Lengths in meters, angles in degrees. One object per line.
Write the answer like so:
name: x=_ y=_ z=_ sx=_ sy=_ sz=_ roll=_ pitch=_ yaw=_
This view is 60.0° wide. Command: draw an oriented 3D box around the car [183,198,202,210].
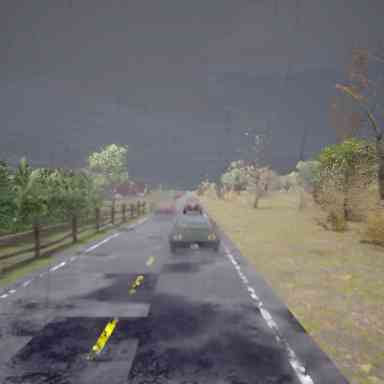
car: x=0.087 y=1.515 z=38.506 sx=2.097 sy=1.767 sz=4.553 roll=0 pitch=0 yaw=0

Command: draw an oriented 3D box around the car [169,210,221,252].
car: x=0.102 y=1.668 z=14.100 sx=1.895 sy=1.301 sz=4.718 roll=0 pitch=0 yaw=0

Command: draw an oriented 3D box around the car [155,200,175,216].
car: x=-2.755 y=1.626 z=34.544 sx=1.882 sy=1.535 sz=5.008 roll=0 pitch=0 yaw=0
